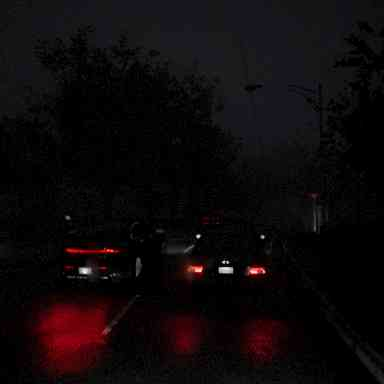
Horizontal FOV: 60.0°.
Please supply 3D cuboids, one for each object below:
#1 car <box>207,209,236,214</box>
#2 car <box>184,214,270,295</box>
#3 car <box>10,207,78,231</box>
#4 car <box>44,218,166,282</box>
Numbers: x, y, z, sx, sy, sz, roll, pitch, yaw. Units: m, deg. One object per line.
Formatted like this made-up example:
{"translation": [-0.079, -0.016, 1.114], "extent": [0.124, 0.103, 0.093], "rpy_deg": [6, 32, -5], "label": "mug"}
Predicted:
{"translation": [2.371, 2.058, 24.570], "extent": [1.837, 1.490, 4.892], "rpy_deg": [-2, -4, 26], "label": "car"}
{"translation": [0.994, 1.549, 8.883], "extent": [2.033, 1.411, 5.357], "rpy_deg": [-1, 0, 8], "label": "car"}
{"translation": [-10.498, 1.874, 24.096], "extent": [4.553, 1.767, 2.097], "rpy_deg": [-1, -4, 3], "label": "car"}
{"translation": [-2.068, 1.537, 9.886], "extent": [1.837, 1.490, 4.892], "rpy_deg": [-1, 0, 8], "label": "car"}
